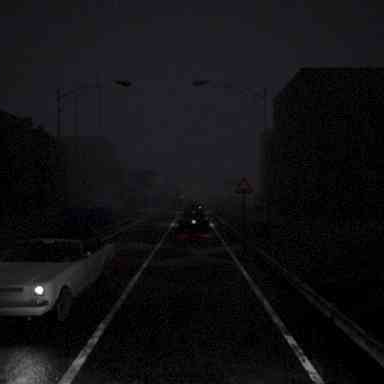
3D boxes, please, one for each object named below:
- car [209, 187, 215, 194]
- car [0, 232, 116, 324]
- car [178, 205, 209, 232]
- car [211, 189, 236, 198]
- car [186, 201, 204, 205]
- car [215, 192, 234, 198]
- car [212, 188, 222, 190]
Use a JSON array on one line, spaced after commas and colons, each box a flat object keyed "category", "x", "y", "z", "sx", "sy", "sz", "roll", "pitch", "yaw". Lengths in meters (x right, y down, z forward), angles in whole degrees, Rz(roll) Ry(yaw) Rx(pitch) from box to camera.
[{"category": "car", "x": 8.167, "y": 0.285, "z": 89.525, "sx": 5.566, "sy": 2.045, "sz": 2.435, "roll": 0, "pitch": 2, "yaw": -1}, {"category": "car", "x": -3.099, "y": 1.631, "z": 7.311, "sx": 1.895, "sy": 1.301, "sz": 4.718, "roll": 0, "pitch": -1, "yaw": 0}, {"category": "car", "x": 0.106, "y": 1.784, "z": 22.099, "sx": 1.994, "sy": 1.385, "sz": 4.181, "roll": 0, "pitch": -1, "yaw": 0}, {"category": "car", "x": 8.045, "y": 0.819, "z": 81.268, "sx": 5.366, "sy": 1.575, "sz": 1.946, "roll": 0, "pitch": 2, "yaw": -1}, {"category": "car", "x": 0.321, "y": 1.777, "z": 37.106, "sx": 1.837, "sy": 1.490, "sz": 4.892, "roll": 0, "pitch": 0, "yaw": 3}, {"category": "car", "x": 8.203, "y": 0.763, "z": 84.028, "sx": 4.674, "sy": 1.452, "sz": 2.002, "roll": 0, "pitch": 2, "yaw": -1}, {"category": "car", "x": 8.137, "y": 0.502, "z": 86.775, "sx": 4.553, "sy": 1.767, "sz": 2.185, "roll": 0, "pitch": 2, "yaw": -1}]
